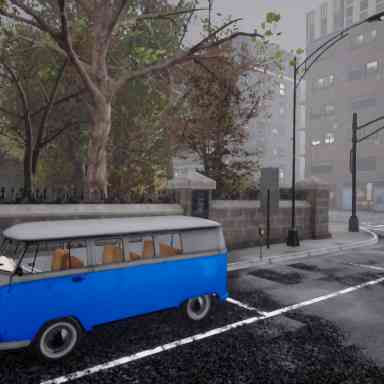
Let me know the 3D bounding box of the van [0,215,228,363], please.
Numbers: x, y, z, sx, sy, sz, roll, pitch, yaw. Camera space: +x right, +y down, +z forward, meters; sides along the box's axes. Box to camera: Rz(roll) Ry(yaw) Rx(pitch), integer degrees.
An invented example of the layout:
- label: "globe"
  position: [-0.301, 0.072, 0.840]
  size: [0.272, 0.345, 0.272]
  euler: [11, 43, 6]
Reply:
- label: "van"
  position: [-1.246, 1.342, 5.601]
  size: [3.998, 1.788, 1.690]
  euler: [0, 1, -35]
